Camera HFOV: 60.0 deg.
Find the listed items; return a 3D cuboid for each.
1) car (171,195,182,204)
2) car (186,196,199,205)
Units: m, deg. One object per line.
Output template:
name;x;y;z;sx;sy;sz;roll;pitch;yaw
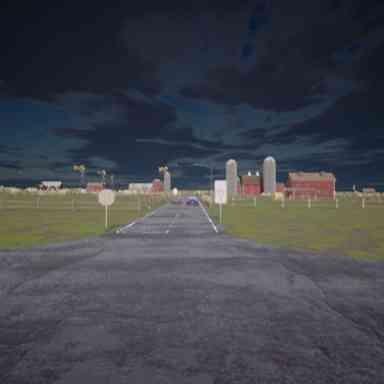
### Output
car;-2.676;1.357;58.427;1.837;1.490;4.892;0;0;0
car;0.069;1.389;53.388;1.812;1.442;4.674;0;0;0
